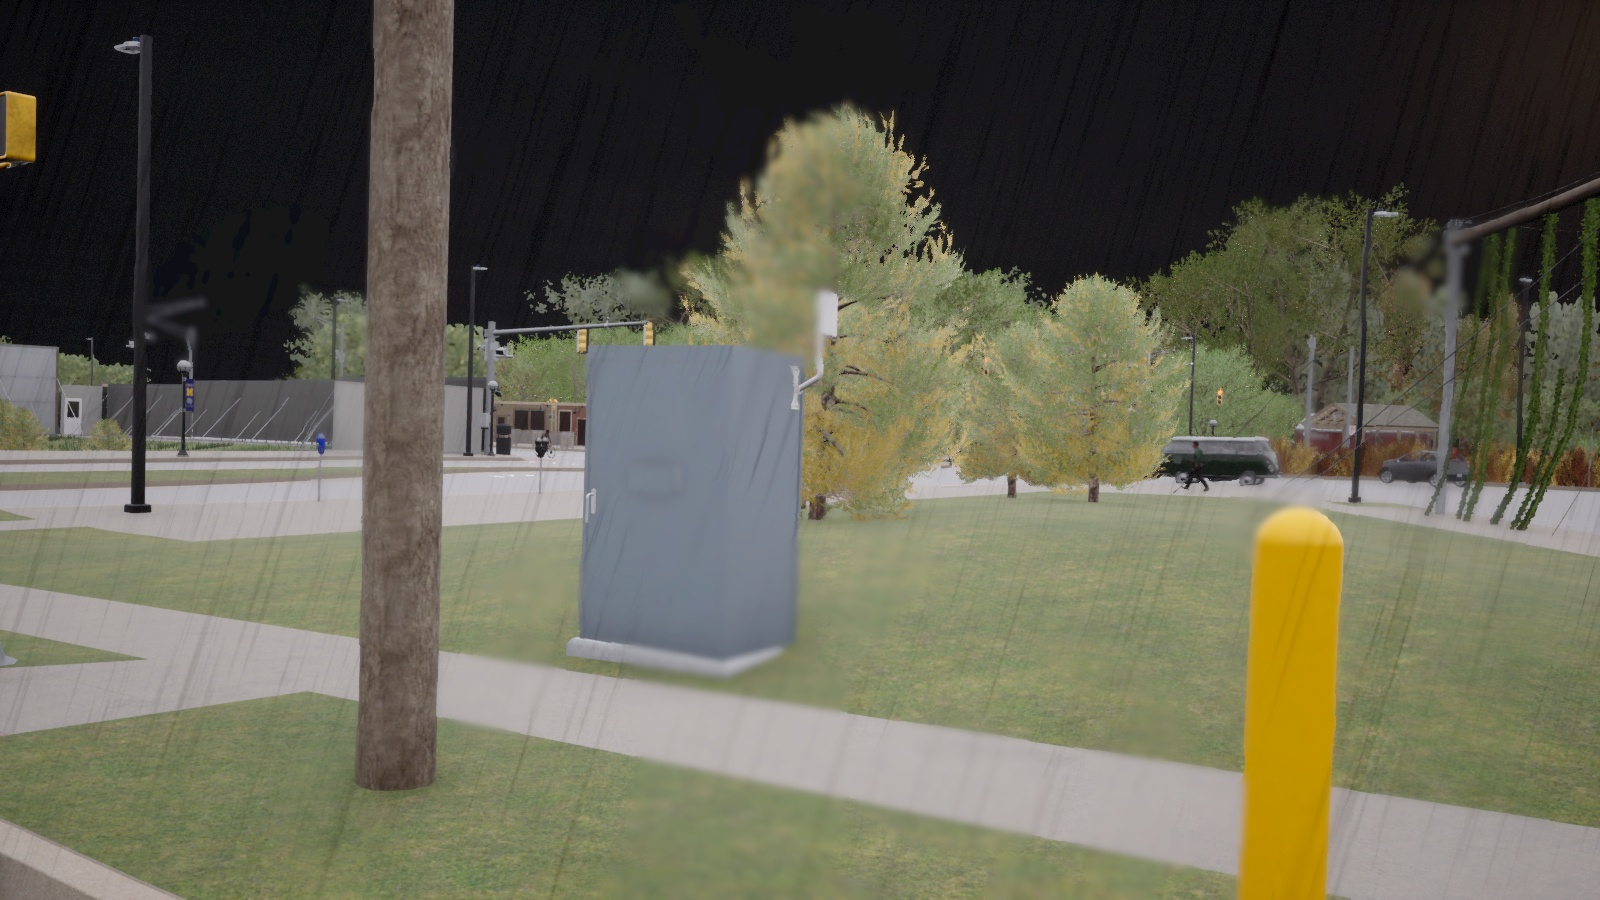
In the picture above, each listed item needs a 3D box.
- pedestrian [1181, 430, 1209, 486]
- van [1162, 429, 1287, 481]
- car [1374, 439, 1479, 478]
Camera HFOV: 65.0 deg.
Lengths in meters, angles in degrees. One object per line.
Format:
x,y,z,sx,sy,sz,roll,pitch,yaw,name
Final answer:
13.908,0.268,44.182,0.788,1.949,0.423,3,2,43,pedestrian
17.031,0.151,50.507,4.442,1.987,1.775,1,1,34,van
26.469,0.339,53.162,1.845,1.501,3.633,-1,2,-22,car
